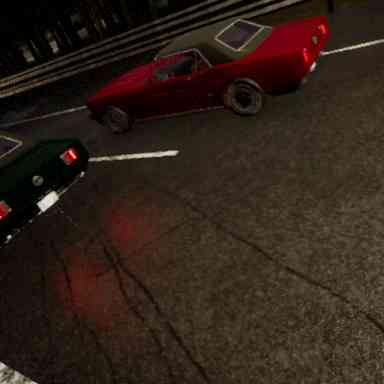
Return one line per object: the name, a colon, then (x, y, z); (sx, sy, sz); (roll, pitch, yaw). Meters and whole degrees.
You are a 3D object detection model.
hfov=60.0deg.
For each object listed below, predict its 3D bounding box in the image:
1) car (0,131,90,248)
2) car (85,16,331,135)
car: (-3.877, -0.104, 5.629); (4.718, 1.301, 1.895); (0, 38, 34)
car: (-0.017, -2.241, 6.345); (4.718, 1.301, 1.895); (0, 38, 35)
